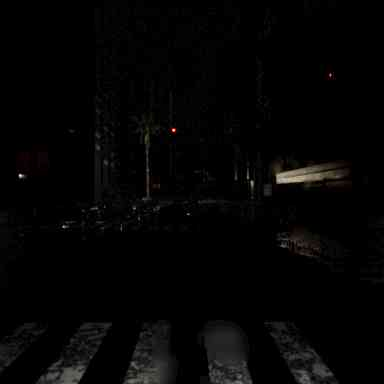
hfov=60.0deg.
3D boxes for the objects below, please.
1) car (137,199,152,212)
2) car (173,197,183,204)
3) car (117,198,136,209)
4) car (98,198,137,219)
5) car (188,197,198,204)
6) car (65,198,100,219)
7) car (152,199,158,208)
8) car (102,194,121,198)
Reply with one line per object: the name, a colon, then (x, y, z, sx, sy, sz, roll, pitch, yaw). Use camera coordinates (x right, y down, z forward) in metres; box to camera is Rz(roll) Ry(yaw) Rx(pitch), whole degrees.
car: (-6.502, 1.587, 39.990, 2.128, 1.511, 4.902, 0, 0, 0)
car: (-2.975, 1.786, 69.857, 1.994, 1.385, 4.181, 0, 0, 0)
car: (-9.714, 1.698, 49.822, 1.994, 1.385, 4.181, 0, 0, 0)
car: (-6.529, 1.541, 29.649, 1.882, 1.535, 5.008, 0, 0, 0)
car: (0.275, 1.786, 69.874, 1.994, 1.385, 4.181, 0, 0, 0)
car: (-9.774, 1.541, 29.915, 1.882, 1.535, 5.008, 0, 0, 0)
car: (-6.451, 1.746, 52.488, 1.895, 1.301, 4.718, 0, 0, 0)
car: (-9.755, 1.317, 39.861, 2.150, 2.045, 5.566, 0, 0, 0)
